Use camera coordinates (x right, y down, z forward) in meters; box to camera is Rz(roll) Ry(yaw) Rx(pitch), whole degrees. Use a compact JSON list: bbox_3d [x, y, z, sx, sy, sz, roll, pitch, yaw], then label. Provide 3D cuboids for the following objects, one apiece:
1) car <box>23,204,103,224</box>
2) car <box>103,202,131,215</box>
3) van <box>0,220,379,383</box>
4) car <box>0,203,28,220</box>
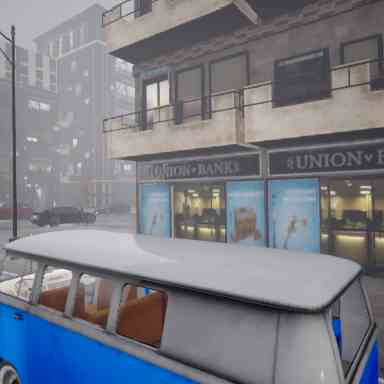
[{"bbox_3d":[-8.522,1.585,22.330,1.947,1.339,4.313,-2,-1,36],"label":"car"},{"bbox_3d":[-8.598,1.801,36.381,1.947,1.339,4.313,-2,-1,36],"label":"car"},{"bbox_3d":[-0.421,1.342,3.160,3.998,1.788,1.690,0,-1,36],"label":"van"},{"bbox_3d":[-15.275,1.612,27.296,1.967,1.590,4.097,-2,-1,36],"label":"car"}]
